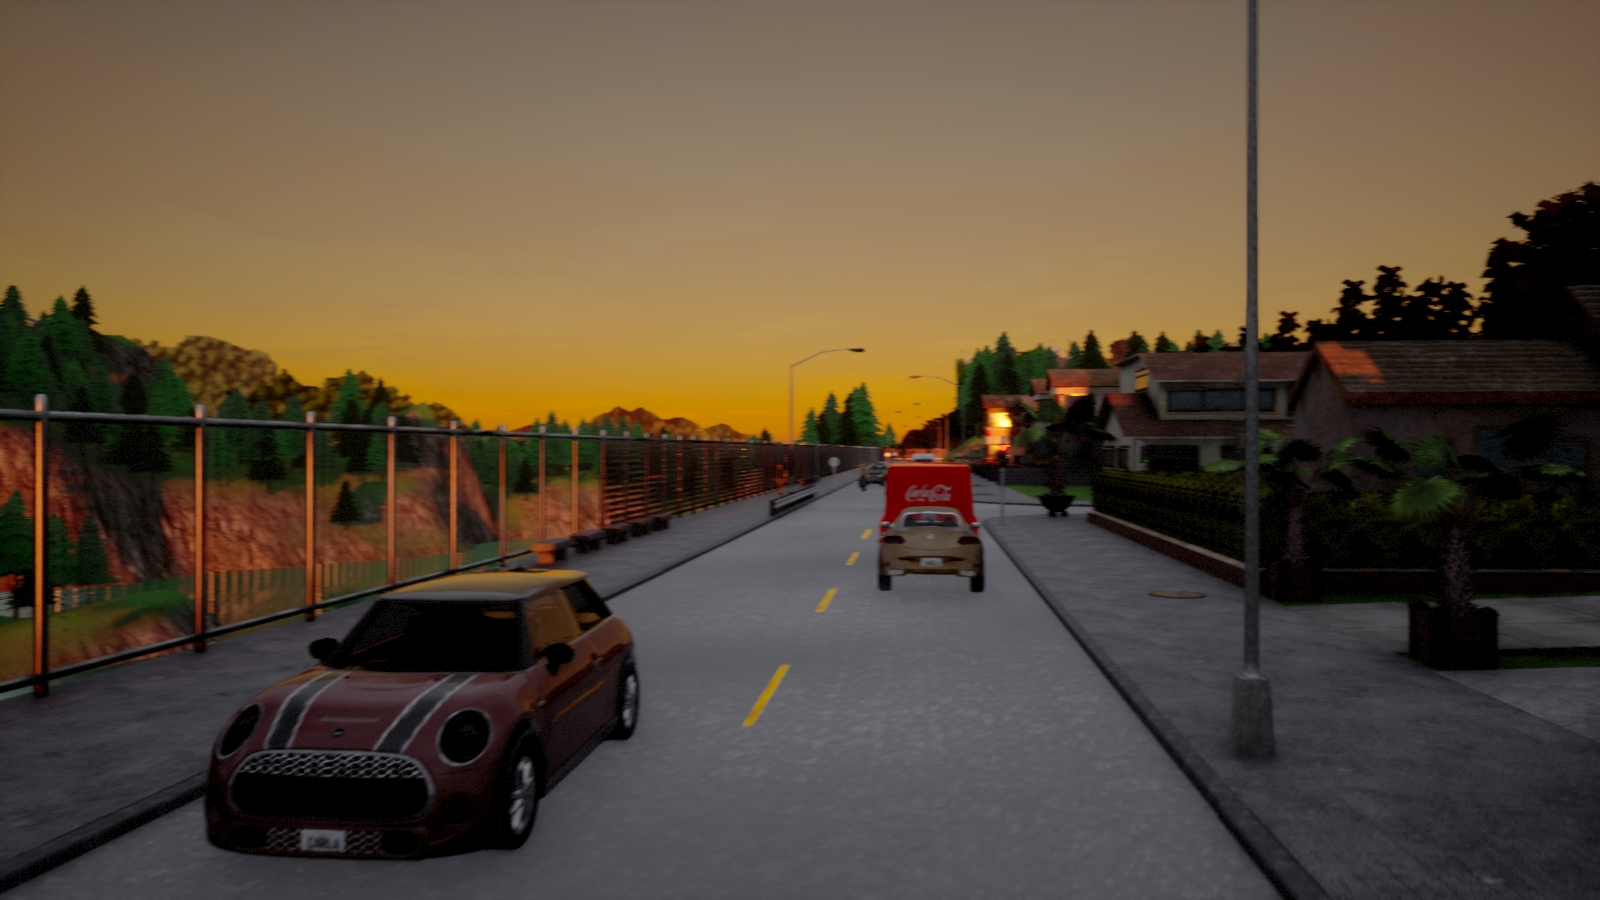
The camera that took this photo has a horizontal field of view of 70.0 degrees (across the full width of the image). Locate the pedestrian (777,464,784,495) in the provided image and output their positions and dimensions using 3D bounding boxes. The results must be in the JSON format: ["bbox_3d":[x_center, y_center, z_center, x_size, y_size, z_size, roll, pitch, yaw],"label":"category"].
[{"bbox_3d":[-1.157,1.741,67.778,0.375,1.860,0.375,0,0,5],"label":"pedestrian"}]

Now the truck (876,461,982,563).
[{"bbox_3d":[3.501,1.572,31.154,2.627,2.467,5.204,0,0,6],"label":"truck"}]

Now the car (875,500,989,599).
[{"bbox_3d":[2.768,1.995,24.272,2.152,1.651,5.027,0,0,6],"label":"car"}]

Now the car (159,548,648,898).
[{"bbox_3d":[-2.824,1.902,9.471,2.097,1.767,4.553,0,0,6],"label":"car"}]

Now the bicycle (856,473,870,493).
[{"bbox_3d":[4.173,2.161,75.407,0.859,1.276,1.487,0,0,6],"label":"bicycle"}]
